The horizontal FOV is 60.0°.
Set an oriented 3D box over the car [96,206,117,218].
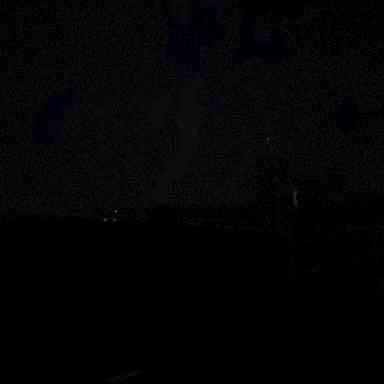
[{"bbox_3d":[-13.739,3.128,53.499,2.097,1.767,4.553,-3,0,-35],"label":"car"}]
